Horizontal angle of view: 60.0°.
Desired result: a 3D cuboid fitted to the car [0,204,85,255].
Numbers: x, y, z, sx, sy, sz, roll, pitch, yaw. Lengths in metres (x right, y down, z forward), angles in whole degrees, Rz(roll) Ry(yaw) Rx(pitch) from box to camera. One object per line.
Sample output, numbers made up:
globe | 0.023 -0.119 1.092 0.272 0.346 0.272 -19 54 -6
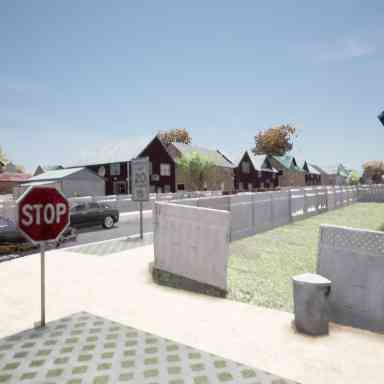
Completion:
car | -6.415 1.377 10.225 5.357 1.411 2.033 -4 2 -45

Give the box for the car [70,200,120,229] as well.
car | -5.799 1.220 16.419 1.837 1.490 4.892 -1 1 35

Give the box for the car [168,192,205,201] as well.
car | -0.595 0.824 23.816 2.097 1.767 4.553 -1 1 35

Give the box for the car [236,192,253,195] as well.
car | 5.054 0.735 31.830 1.812 1.442 4.674 -1 1 36
